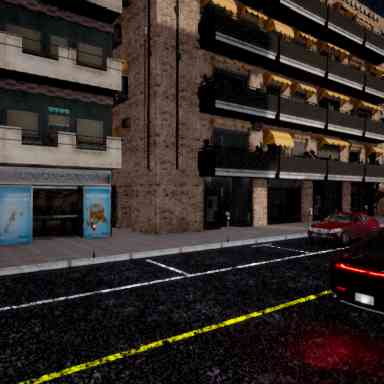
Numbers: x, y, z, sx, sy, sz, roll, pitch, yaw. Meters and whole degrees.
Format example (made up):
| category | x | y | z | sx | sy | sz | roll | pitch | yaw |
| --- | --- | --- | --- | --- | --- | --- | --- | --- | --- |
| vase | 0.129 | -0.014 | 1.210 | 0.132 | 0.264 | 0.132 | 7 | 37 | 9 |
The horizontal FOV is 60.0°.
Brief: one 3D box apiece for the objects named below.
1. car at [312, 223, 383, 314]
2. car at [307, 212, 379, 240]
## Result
| category | x | y | z | sx | sy | sz | roll | pitch | yaw |
| --- | --- | --- | --- | --- | --- | --- | --- | --- | --- |
| car | 4.796 | 1.505 | 6.853 | 4.892 | 1.490 | 1.837 | 0 | 0 | -35 |
| car | 7.172 | 1.583 | 15.538 | 4.206 | 1.307 | 1.802 | 0 | 0 | -35 |
